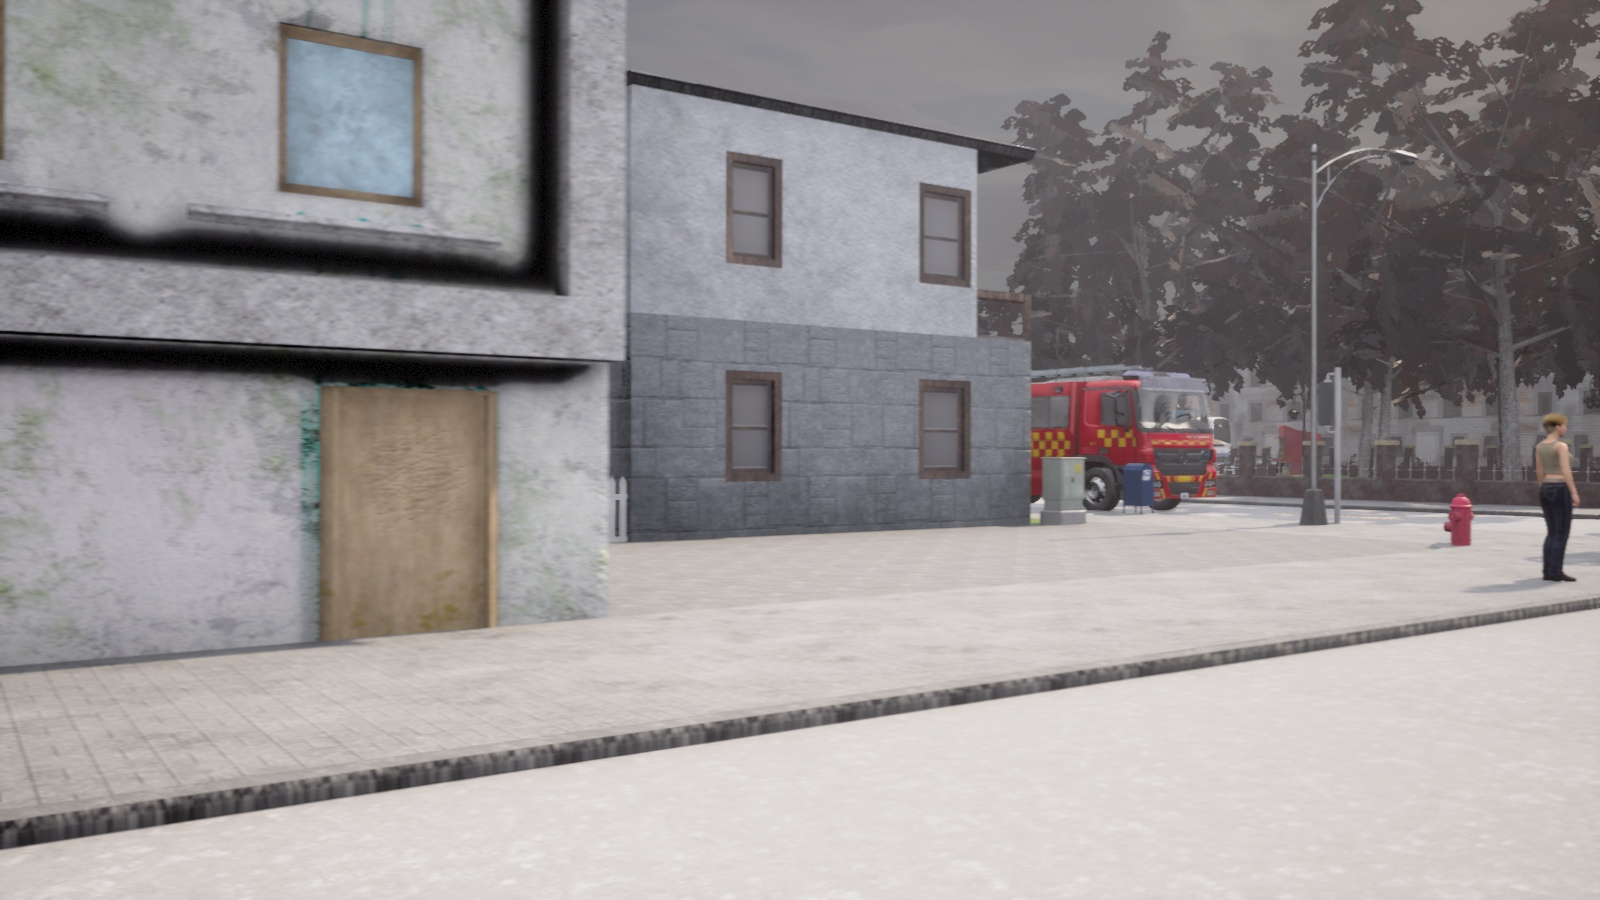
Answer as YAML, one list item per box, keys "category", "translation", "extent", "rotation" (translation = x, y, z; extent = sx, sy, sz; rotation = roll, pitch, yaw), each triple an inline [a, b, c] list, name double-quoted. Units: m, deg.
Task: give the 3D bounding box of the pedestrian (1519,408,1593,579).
- category: "pedestrian"
  translation: [8.235, 0.471, 13.682]
  extent: [0.594, 1.836, 0.345]
  rotation: [0, 0, -3]

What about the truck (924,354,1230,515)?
- category: "truck"
  translation: [7.214, -0.351, 34.228]
  extent: [2.891, 3.827, 8.468]
  rotation: [0, 0, -34]
